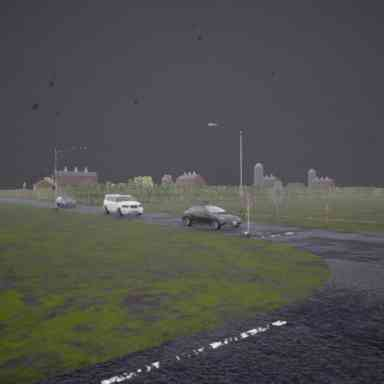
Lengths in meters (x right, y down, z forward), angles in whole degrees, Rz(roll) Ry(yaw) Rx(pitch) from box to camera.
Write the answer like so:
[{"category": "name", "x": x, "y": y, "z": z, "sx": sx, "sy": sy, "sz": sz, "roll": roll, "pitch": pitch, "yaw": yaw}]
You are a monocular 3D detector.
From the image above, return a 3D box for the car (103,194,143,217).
[{"category": "car", "x": -6.831, "y": 1.272, "z": 32.430, "sx": 2.150, "sy": 2.045, "sz": 5.566, "roll": -1, "pitch": 1, "yaw": -36}]

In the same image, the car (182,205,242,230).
[{"category": "car", "x": 1.143, "y": 1.563, "z": 21.654, "sx": 1.812, "sy": 1.442, "sz": 4.674, "roll": -1, "pitch": 0, "yaw": -37}]

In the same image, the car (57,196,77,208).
[{"category": "car", "x": -18.714, "y": 1.442, "z": 49.290, "sx": 2.097, "sy": 1.767, "sz": 4.553, "roll": -1, "pitch": 0, "yaw": -35}]
